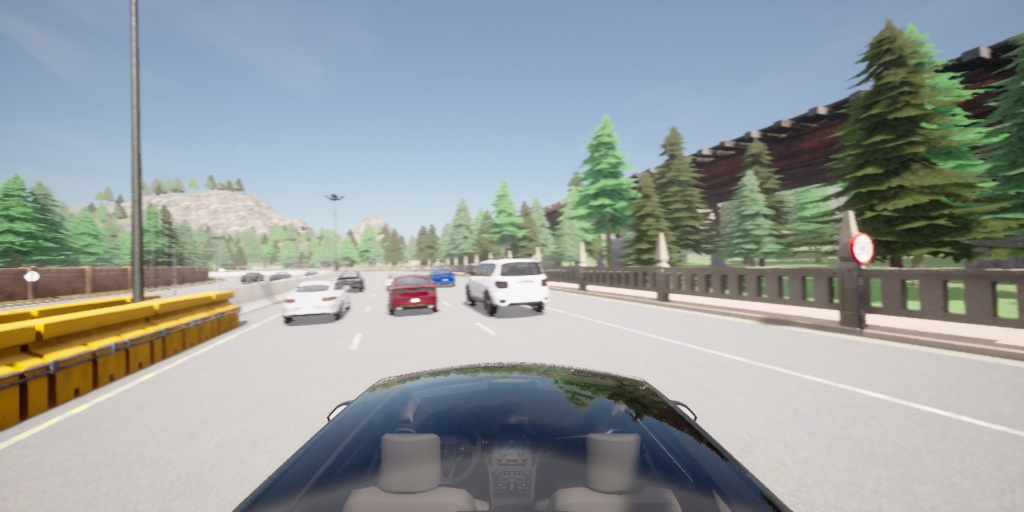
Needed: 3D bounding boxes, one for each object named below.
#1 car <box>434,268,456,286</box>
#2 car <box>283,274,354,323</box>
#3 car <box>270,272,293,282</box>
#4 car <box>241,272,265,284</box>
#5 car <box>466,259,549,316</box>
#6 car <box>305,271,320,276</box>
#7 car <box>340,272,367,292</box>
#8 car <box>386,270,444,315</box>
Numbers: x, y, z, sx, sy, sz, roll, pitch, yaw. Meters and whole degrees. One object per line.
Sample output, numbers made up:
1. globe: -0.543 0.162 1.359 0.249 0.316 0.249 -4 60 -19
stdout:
1. car: -6.144 1.818 31.118 1.882 1.535 5.008 -1 0 -19
2. car: -7.572 1.672 14.181 1.812 1.442 4.674 -1 -1 -19
3. car: -31.347 2.877 48.894 2.033 1.411 5.357 -1 -1 -22
4. car: -35.085 2.913 48.615 1.882 1.535 5.008 -1 -1 -23
5. car: -0.402 1.167 14.817 2.150 2.045 5.566 -1 -1 -19
6. car: -28.875 2.848 52.028 2.033 1.411 5.357 -1 -1 -23
7. car: -12.353 1.967 27.656 2.128 1.511 4.902 -1 -1 -19
8. car: -4.435 1.554 15.807 1.882 1.535 5.008 -1 -1 -19
